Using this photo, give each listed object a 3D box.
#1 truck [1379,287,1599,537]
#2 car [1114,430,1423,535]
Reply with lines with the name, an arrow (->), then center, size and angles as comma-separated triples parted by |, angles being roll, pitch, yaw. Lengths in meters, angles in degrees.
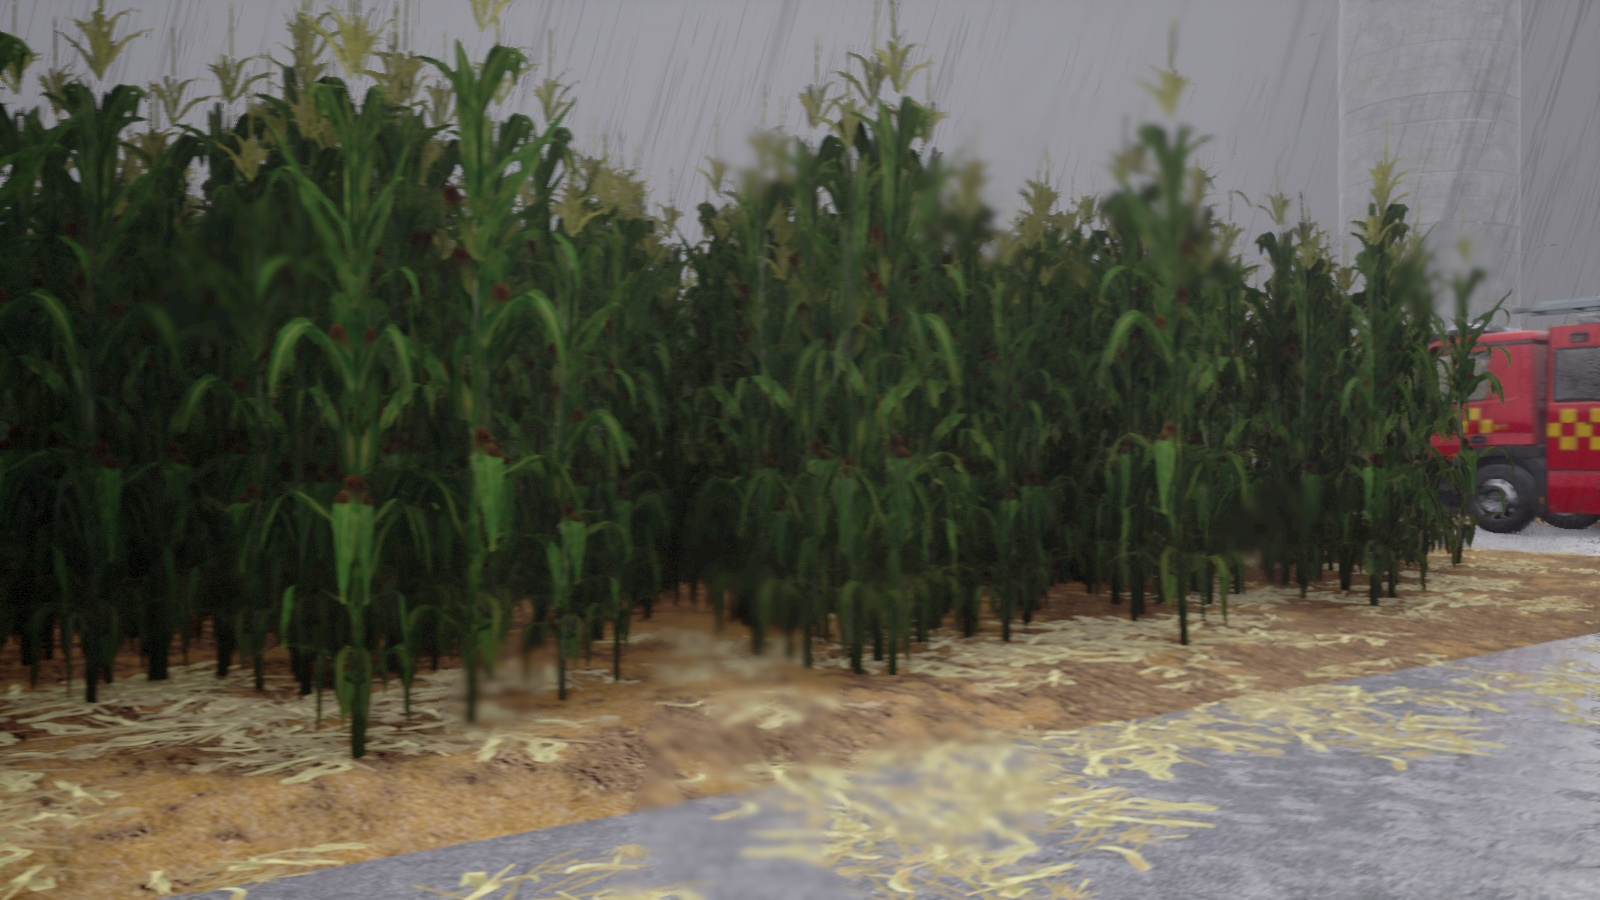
truck -> 13.837, -0.586, 19.528 | 2.891, 3.827, 8.468 | 0, 0, -34
car -> 8.153, 0.525, 22.311 | 2.033, 1.649, 4.856 | 0, 0, -35
